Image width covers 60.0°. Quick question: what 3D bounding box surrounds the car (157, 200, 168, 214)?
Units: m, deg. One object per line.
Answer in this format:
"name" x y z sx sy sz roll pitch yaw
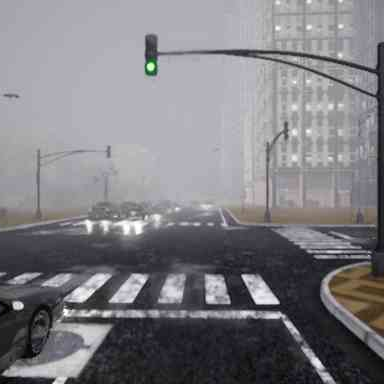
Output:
"car" -4.625 1.998 41.790 1.895 1.301 4.718 0 -1 4

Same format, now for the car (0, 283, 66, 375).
"car" -3.074 1.575 3.043 2.033 1.411 5.357 0 -1 2

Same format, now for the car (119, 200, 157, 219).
"car" -5.193 1.798 32.588 2.128 1.511 4.902 0 -1 3

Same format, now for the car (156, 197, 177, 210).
"car" -3.951 1.981 52.260 1.882 1.535 5.008 0 -1 4

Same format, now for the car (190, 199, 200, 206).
"car" 0.713 2.279 73.423 1.994 1.385 4.181 0 -1 4

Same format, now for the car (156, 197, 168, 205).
"car" -6.125 1.818 68.231 1.837 1.490 4.892 0 -1 4

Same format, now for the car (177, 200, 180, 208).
"car" -3.301 2.202 61.844 1.895 1.301 4.718 0 0 4

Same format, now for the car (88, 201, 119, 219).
"car" -8.468 1.653 32.450 2.097 1.767 4.553 0 -1 4

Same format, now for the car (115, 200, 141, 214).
"car" -7.896 1.869 41.538 1.882 1.535 5.008 0 -1 4

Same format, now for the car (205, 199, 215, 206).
"car" 3.968 2.208 73.403 1.882 1.535 5.008 0 -1 4

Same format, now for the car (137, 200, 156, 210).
"car" -7.155 2.054 53.042 2.033 1.411 5.357 0 -1 4
